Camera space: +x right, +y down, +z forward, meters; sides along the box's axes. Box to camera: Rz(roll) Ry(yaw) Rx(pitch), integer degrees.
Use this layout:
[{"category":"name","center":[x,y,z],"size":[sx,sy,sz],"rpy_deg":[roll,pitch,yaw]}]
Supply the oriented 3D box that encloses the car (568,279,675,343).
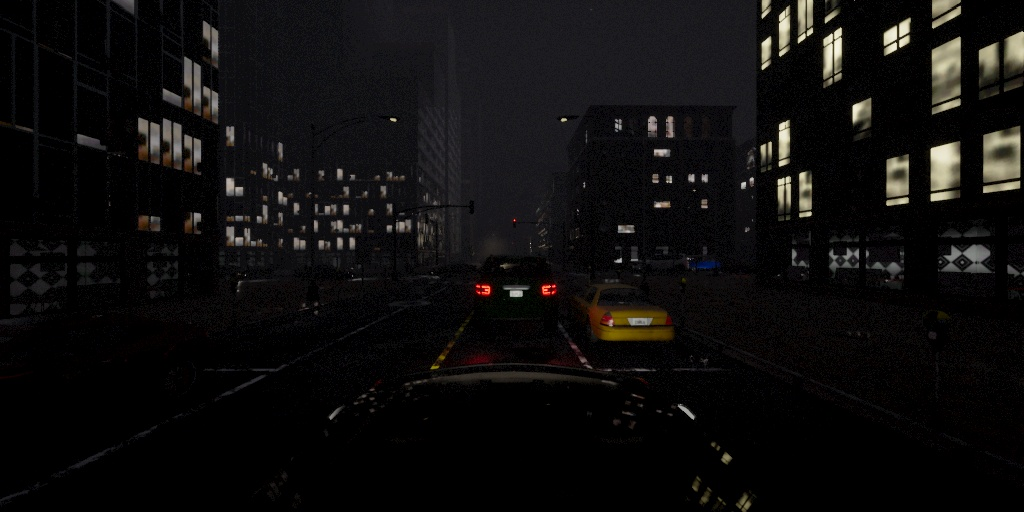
[{"category":"car","center":[2.558,1.275,9.475],"size":[1.751,1.417,4.829],"rpy_deg":[0,0,0]}]

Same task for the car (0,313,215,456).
[{"category":"car","center":[-5.317,1.332,3.738],"size":[1.802,1.307,4.207],"rpy_deg":[0,0,0]}]

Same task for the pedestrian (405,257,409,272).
[{"category":"pedestrian","center":[-12.390,1.020,42.297],"size":[0.375,1.860,0.375],"rpy_deg":[0,1,-1]}]

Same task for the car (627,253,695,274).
[{"category":"car","center":[15.398,0.755,37.228],"size":[5.566,2.045,2.150],"rpy_deg":[-1,0,-1]}]

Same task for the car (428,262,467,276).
[{"category":"car","center":[-6.307,1.354,38.731],"size":[5.357,1.411,2.033],"rpy_deg":[-1,0,-45]}]

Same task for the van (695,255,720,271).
[{"category":"van","center":[20.941,0.799,39.758],"size":[3.998,1.789,1.690],"rpy_deg":[0,0,-1]}]

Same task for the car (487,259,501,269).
[{"category":"car","center":[-2.897,1.300,58.472],"size":[2.033,1.411,5.357],"rpy_deg":[0,0,0]}]

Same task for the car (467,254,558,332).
[{"category":"car","center":[0.090,0.971,11.028],"size":[2.150,2.045,5.566],"rpy_deg":[0,0,0]}]

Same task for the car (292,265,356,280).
[{"category":"car","center":[-17.721,1.514,33.861],"size":[5.357,1.411,2.033],"rpy_deg":[-1,0,-1]}]

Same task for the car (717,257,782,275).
[{"category":"car","center":[21.057,1.019,31.878],"size":[4.507,1.381,1.888],"rpy_deg":[0,0,-1]}]

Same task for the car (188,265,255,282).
[{"category":"car","center":[-27.536,1.602,33.726],"size":[4.892,1.490,1.837],"rpy_deg":[-1,0,-1]}]

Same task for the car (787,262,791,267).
[{"category":"car","center":[24.630,0.916,34.386],"size":[4.902,1.511,2.128],"rpy_deg":[-1,0,-1]}]

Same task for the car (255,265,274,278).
[{"category":"car","center":[-28.439,1.648,39.096],"size":[4.403,1.370,2.007],"rpy_deg":[0,0,-1]}]
